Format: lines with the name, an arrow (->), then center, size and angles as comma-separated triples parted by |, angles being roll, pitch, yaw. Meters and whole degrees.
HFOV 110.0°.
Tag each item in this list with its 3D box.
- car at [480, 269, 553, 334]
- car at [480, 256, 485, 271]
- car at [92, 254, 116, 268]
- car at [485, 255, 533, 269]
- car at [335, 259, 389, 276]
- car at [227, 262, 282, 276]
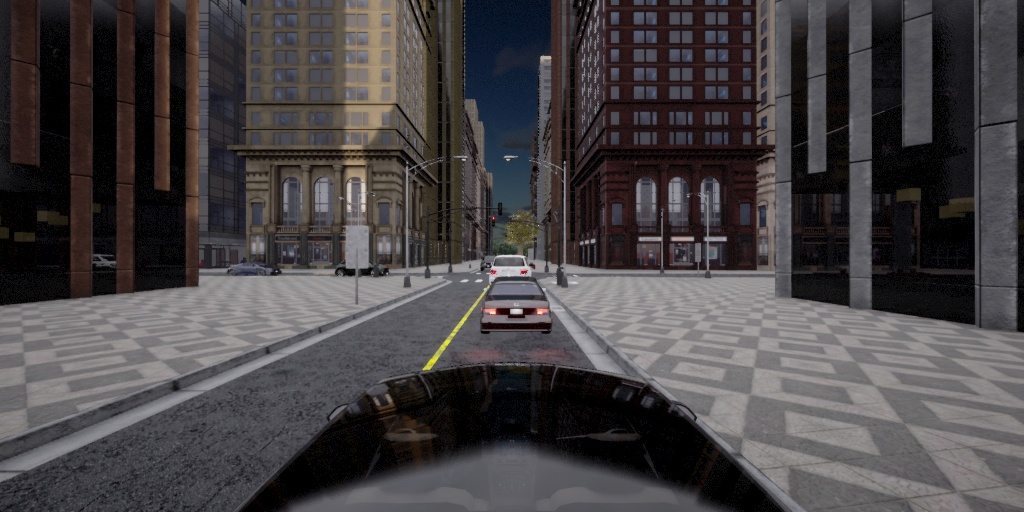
car -> 0.091, 1.297, 10.581 | 2.033, 1.411, 5.357 | 0, 0, 0
car -> -3.129, 0.969, 49.456 | 2.150, 2.045, 5.566 | 0, 0, -1
car -> -38.245, 0.858, 33.320 | 5.566, 2.045, 2.150 | 0, 0, 0
car -> 0.017, 0.971, 20.826 | 2.150, 2.045, 5.566 | 0, 0, 4
car -> -13.823, 1.053, 33.295 | 4.553, 1.767, 2.097 | 0, 0, 0
car -> -23.861, 1.237, 33.311 | 4.181, 1.385, 1.994 | 0, 0, 0
